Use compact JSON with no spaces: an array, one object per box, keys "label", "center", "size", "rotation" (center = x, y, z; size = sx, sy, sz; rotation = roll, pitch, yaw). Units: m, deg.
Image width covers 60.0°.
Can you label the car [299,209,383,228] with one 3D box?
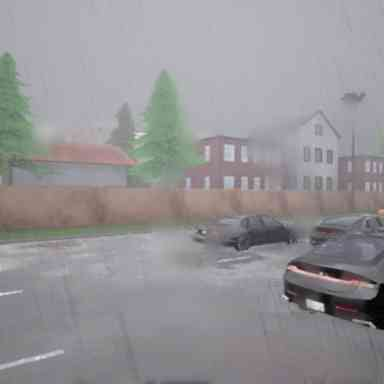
[{"label":"car","center":[6.492,1.575,12.655],"size":[4.892,1.490,1.837],"rotation":[0,0,-35]}]

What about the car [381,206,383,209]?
[{"label":"car","center":[14.470,1.490,22.627],"size":[4.553,1.767,2.097],"rotation":[0,0,-36]}]

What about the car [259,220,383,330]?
[{"label":"car","center":[3.854,1.529,6.483],"size":[4.902,1.511,2.128],"rotation":[0,0,-35]}]

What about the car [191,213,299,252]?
[{"label":"car","center":[2.528,1.605,14.130],"size":[5.357,1.411,2.033],"rotation":[0,0,-35]}]
